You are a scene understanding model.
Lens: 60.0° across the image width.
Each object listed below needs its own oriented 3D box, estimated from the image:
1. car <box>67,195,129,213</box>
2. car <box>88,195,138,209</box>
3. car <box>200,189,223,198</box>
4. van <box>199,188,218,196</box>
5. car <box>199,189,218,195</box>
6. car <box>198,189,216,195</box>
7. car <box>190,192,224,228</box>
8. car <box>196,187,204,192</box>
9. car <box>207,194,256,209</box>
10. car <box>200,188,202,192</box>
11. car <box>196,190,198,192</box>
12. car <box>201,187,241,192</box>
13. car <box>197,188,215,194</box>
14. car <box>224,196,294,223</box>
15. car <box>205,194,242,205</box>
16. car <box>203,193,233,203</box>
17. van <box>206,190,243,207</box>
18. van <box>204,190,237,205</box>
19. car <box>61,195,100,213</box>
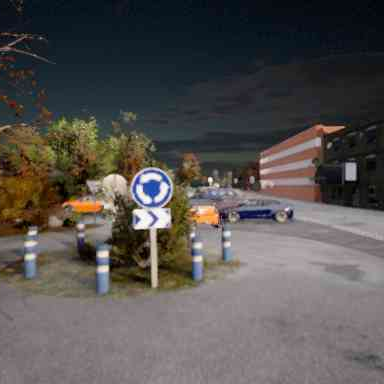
[{"bbox_3d":[-8.381,1.091,30.116,5.008,1.535,2.097,0,0,0],"label":"car"},{"bbox_3d":[-8.408,1.049,35.888,4.892,1.521,2.231,0,0,0],"label":"car"},{"bbox_3d":[4.048,0.297,69.885,4.553,1.767,2.185,0,1,0],"label":"car"},{"bbox_3d":[3.930,-0.088,81.181,4.442,1.987,1.878,0,1,0],"label":"van"},{"bbox_3d":[4.068,0.096,84.012,4.792,1.488,2.163,0,1,0],"label":"car"},{"bbox_3d":[4.026,-0.037,89.663,4.674,1.452,2.002,0,1,0],"label":"car"},{"bbox_3d":[0.056,1.049,19.151,2.097,1.767,4.553,0,0,-11],"label":"car"},{"bbox_3d":[4.067,0.314,64.232,5.566,2.045,2.435,0,1,0],"label":"car"},{"bbox_3d":[4.171,1.053,35.965,5.008,1.535,2.097,0,0,0],"label":"car"},{"bbox_3d":[4.080,0.582,58.585,4.553,1.767,2.185,0,1,0],"label":"car"},{"bbox_3d":[-0.292,0.822,55.796,1.812,1.442,4.674,0,1,0],"label":"car"},{"bbox_3d":[4.197,0.780,38.789,5.566,2.045,2.435,0,0,0],"label":"car"},{"bbox_3d":[4.012,-0.222,95.310,5.008,1.535,2.097,0,2,0],"label":"car"},{"bbox_3d":[4.188,1.190,21.836,4.792,1.488,2.163,0,0,0],"label":"car"},{"bbox_3d":[4.150,1.029,44.442,4.674,1.452,2.002,0,0,0],"label":"car"},{"bbox_3d":[4.131,0.891,52.940,4.674,1.452,2.002,0,1,0],"label":"car"},{"bbox_3d":[4.044,0.784,41.614,4.442,1.987,1.878,0,0,0],"label":"van"},{"bbox_3d":[4.028,0.739,47.144,4.442,1.987,1.878,0,1,0],"label":"van"},{"bbox_3d":[-8.347,0.986,27.416,4.553,1.767,2.185,0,0,0],"label":"car"}]
